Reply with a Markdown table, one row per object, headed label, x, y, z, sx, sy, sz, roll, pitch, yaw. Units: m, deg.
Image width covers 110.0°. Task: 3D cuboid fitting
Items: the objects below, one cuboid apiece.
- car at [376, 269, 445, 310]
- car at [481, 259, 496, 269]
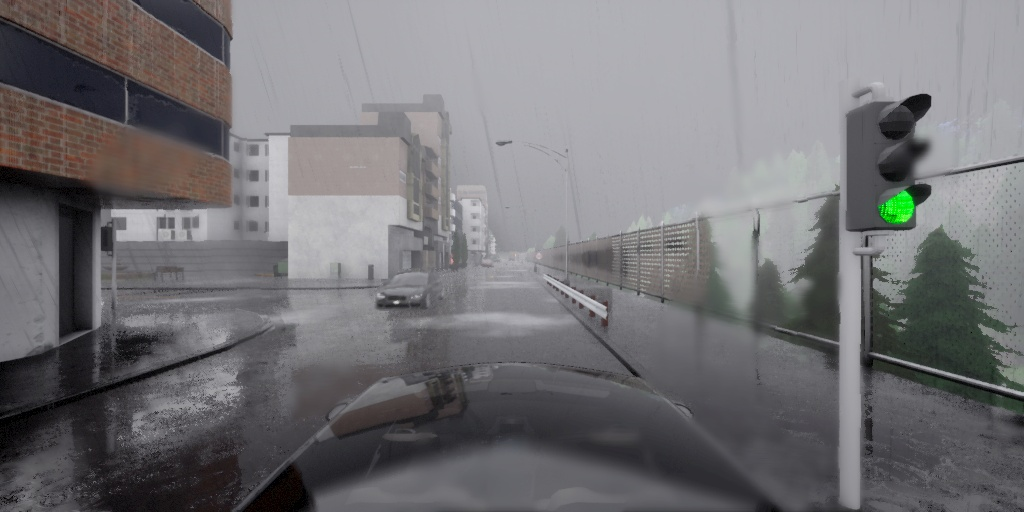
| label | x | y | z | sx | sy | sz | roll | pitch | yaw |
| --- | --- | --- | --- | --- | --- | --- | --- | --- | --- |
| car | -4.004 | 1.344 | 14.853 | 1.837 | 1.490 | 4.892 | 0 | 0 | 0 |
| car | -4.027 | 1.275 | 58.592 | 1.882 | 1.535 | 5.008 | 0 | 1 | 0 |
